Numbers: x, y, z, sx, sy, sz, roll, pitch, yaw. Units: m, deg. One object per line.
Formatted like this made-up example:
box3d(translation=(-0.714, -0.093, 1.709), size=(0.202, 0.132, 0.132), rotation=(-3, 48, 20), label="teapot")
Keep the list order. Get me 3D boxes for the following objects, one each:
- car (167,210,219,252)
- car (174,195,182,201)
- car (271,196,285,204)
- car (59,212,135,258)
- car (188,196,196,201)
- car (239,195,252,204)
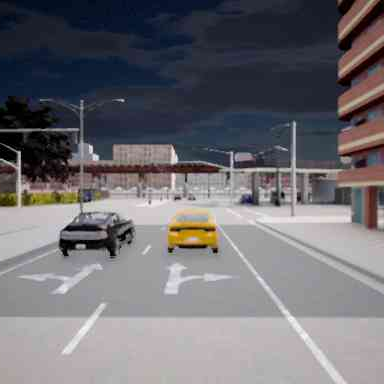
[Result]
box3d(translation=(0.047, 1.486, 13.992), size=(1.882, 1.535, 5.008), rotation=(0, 0, 0), label="car")
box3d(translation=(-3.523, 1.539, 83.882), size=(1.837, 1.490, 4.892), rotation=(0, 0, 0), label="car")
box3d(translation=(15.438, 1.492, 59.975), size=(1.970, 1.475, 3.806), rotation=(0, 0, 0), label="car")
box3d(translation=(-3.462, 1.500, 12.856), size=(2.128, 1.511, 4.902), rotation=(0, 0, 1), label="car")
box3d(translation=(-0.023, 1.591, 83.883), size=(1.994, 1.385, 4.181), rotation=(0, 0, 0), label="car")
box3d(translation=(9.694, 1.331, 59.211), size=(2.242, 1.667, 4.611), rotation=(0, 0, 0), label="car")
